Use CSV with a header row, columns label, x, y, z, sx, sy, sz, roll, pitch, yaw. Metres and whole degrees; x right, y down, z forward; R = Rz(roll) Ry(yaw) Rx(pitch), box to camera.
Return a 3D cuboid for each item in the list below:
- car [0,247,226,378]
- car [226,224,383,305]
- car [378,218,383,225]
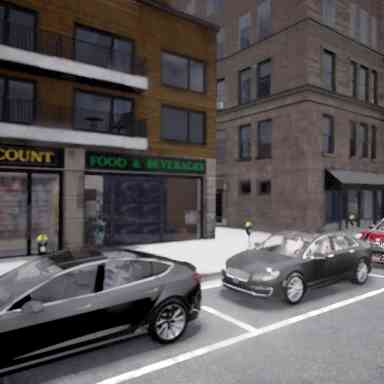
label,x,y,z,sx,sy,sz,roll,pitch,yaw
car,-1.819,1.574,4.890,4.313,1.339,1.947,0,0,-35
car,2.683,1.594,8.080,4.403,1.369,2.008,0,0,-35
car,7.187,1.521,11.271,4.097,1.590,1.967,0,0,-35
